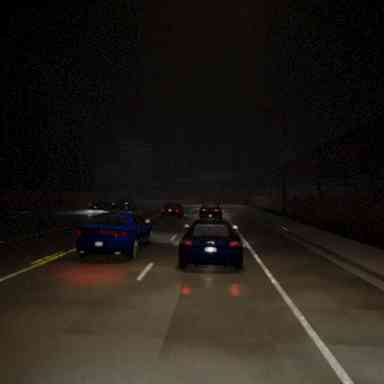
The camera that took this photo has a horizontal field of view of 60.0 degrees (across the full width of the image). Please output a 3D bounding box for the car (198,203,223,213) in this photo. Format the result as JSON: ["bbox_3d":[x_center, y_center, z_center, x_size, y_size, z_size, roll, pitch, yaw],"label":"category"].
[{"bbox_3d":[1.564,1.646,28.202,2.128,1.511,4.902,1,0,3],"label":"car"}]

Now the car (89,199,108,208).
[{"bbox_3d":[-11.793,1.601,43.228,1.895,1.301,4.718,1,0,4],"label":"car"}]

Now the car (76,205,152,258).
[{"bbox_3d":[-2.783,1.490,12.899,1.882,1.535,5.008,1,0,3],"label":"car"}]

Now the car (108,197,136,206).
[{"bbox_3d":[-8.405,1.399,41.191,2.097,1.767,4.553,1,0,3],"label":"car"}]

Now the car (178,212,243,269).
[{"bbox_3d":[0.644,1.627,11.506,1.994,1.385,4.181,1,0,3],"label":"car"}]

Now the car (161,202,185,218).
[{"bbox_3d":[-1.771,1.661,31.317,2.033,1.411,5.357,1,0,3],"label":"car"}]
